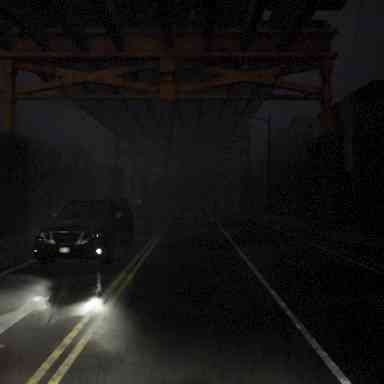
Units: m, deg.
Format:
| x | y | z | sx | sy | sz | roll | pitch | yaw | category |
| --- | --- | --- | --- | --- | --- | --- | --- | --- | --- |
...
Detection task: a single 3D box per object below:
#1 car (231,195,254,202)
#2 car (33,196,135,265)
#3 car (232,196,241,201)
| x | y | z | sx | sy | sz | roll | pitch | yaw | category |
| --- | --- | --- | --- | --- | --- | --- | --- | --- | --- |
| 12.198 | 1.517 | 80.278 | 4.974 | 1.542 | 2.038 | 0 | 0 | 30 | car |
| -3.527 | 1.224 | 12.061 | 2.150 | 2.045 | 5.566 | 0 | 1 | 1 | car |
| 12.243 | 1.359 | 80.252 | 4.536 | 1.218 | 1.853 | 0 | 0 | 30 | car |
